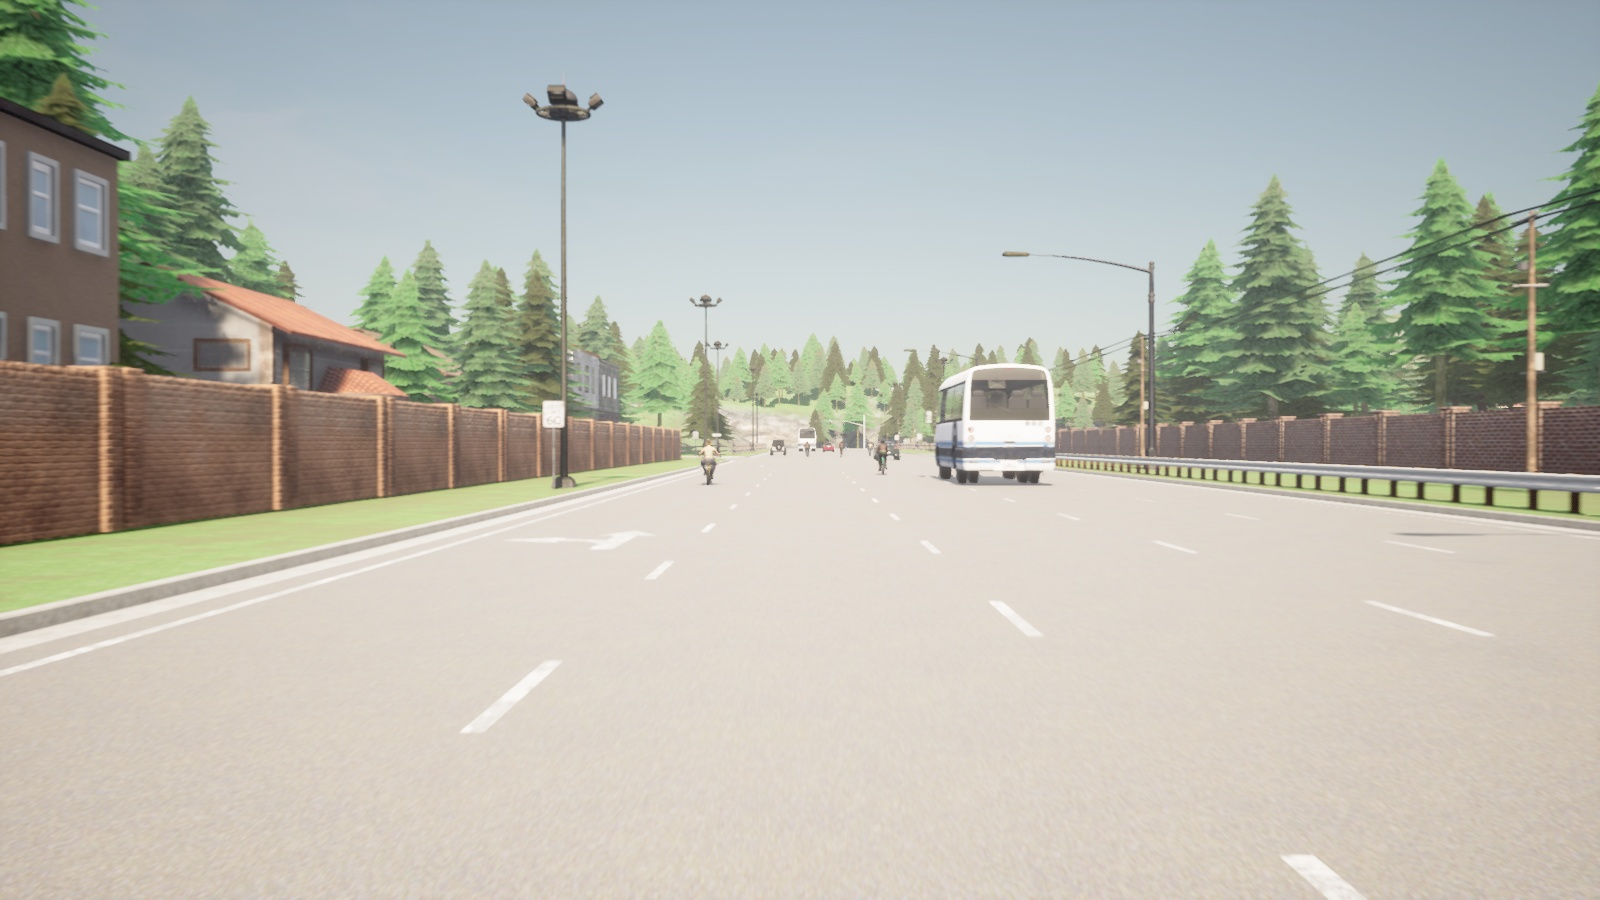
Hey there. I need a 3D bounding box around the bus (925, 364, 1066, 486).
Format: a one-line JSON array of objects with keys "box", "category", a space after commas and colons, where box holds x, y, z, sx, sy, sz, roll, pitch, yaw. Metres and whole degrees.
[{"box": [7.293, -0.896, 48.749, 3.944, 4.253, 10.273, 0, 0, 0], "category": "bus"}]
